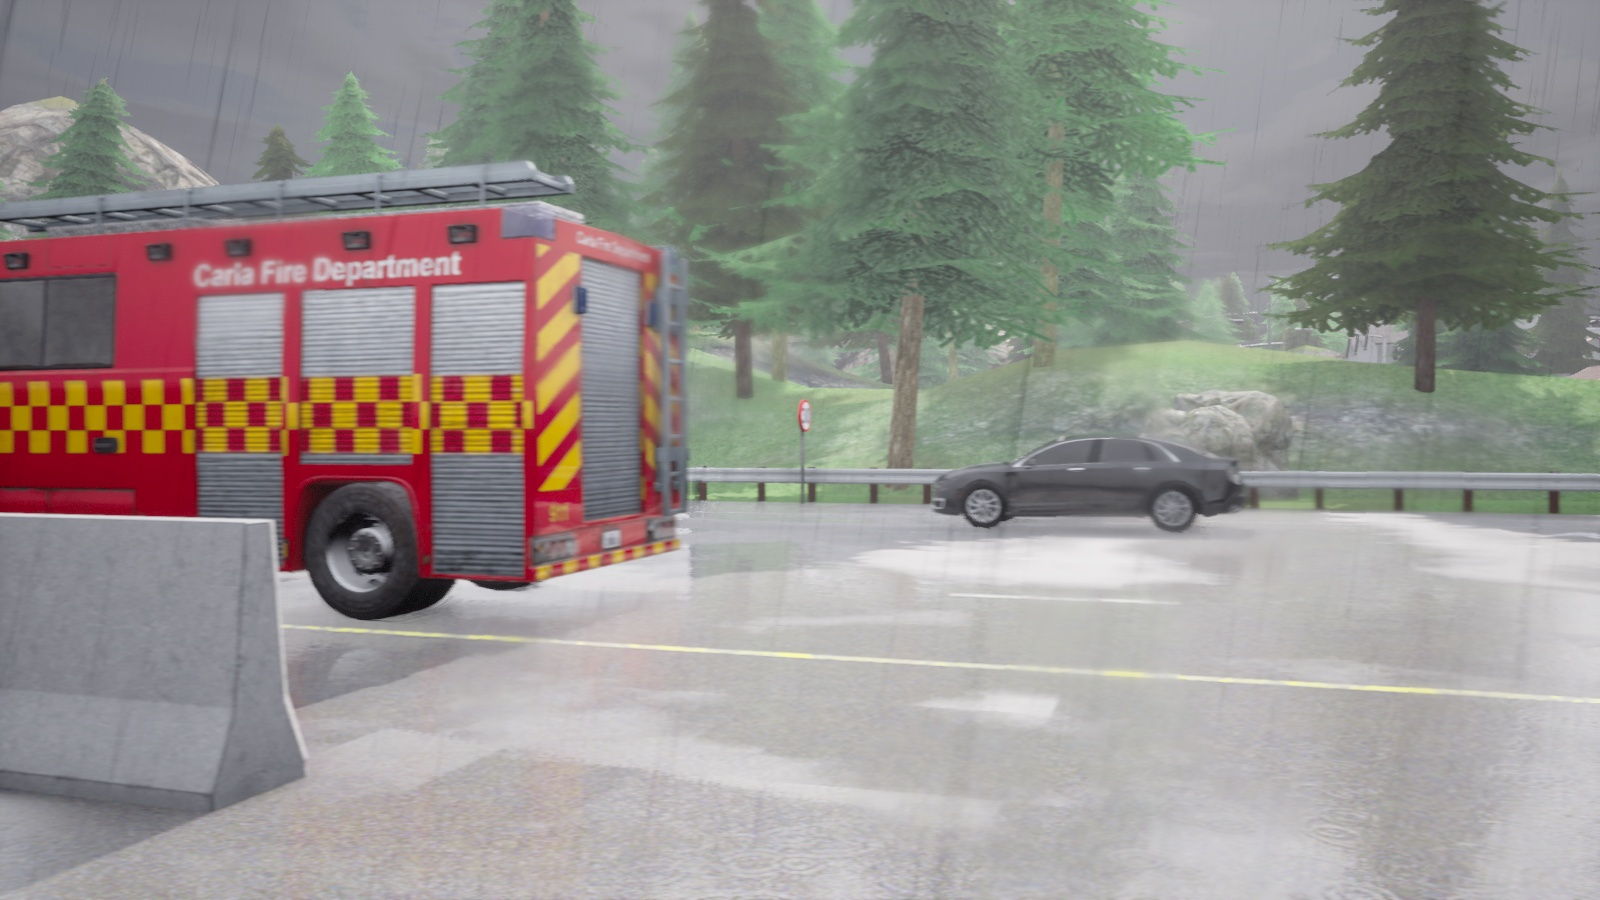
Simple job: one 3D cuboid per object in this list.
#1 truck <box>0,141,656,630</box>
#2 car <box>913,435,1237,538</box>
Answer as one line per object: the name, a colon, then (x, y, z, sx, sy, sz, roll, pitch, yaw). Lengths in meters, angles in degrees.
truck: (-5.918, -0.561, 12.553, 8.468, 3.827, 2.891, 1, 1, 19)
car: (4.414, 0.525, 20.171, 4.892, 1.490, 1.837, 1, 1, 19)
